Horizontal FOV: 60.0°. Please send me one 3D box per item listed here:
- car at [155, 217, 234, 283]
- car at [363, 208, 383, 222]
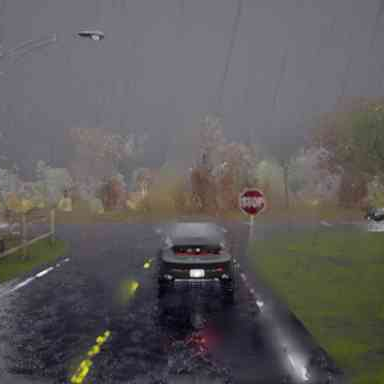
[{"bbox_3d":[0.004,1.498,9.640,1.837,1.490,4.892,0,0,-3],"label":"car"},{"bbox_3d":[14.805,1.387,22.813,5.357,1.411,2.033,0,0,1],"label":"car"}]
